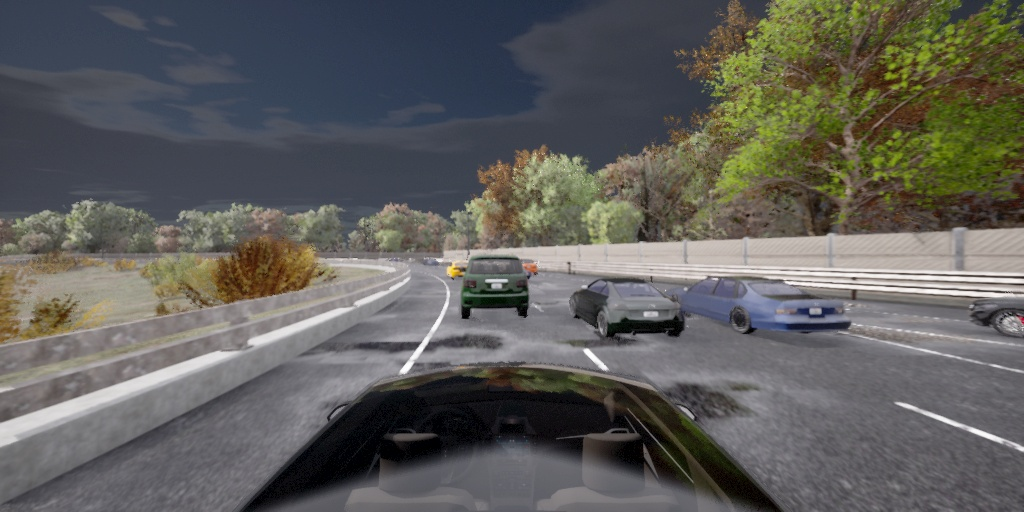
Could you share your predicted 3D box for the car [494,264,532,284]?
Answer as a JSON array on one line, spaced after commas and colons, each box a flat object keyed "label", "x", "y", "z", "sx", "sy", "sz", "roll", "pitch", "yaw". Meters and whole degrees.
[{"label": "car", "x": -0.042, "y": 1.329, "z": 28.232, "sx": 1.895, "sy": 1.301, "sz": 4.718, "roll": 0, "pitch": 0, "yaw": -14}]

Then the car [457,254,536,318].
[{"label": "car", "x": -0.747, "y": 0.966, "z": 13.161, "sx": 2.150, "sy": 2.045, "sz": 5.566, "roll": 0, "pitch": 0, "yaw": -6}]

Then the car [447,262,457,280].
[{"label": "car", "x": -4.625, "y": 1.218, "z": 31.657, "sx": 1.882, "sy": 1.535, "sz": 5.008, "roll": 0, "pitch": 0, "yaw": -16}]

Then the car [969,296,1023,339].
[{"label": "car", "x": 13.360, "y": 1.245, "z": 7.519, "sx": 1.812, "sy": 1.442, "sz": 4.674, "roll": 0, "pitch": 0, "yaw": -29}]

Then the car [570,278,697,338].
[{"label": "car", "x": 3.007, "y": 1.298, "z": 10.194, "sx": 1.994, "sy": 1.385, "sz": 4.181, "roll": 0, "pitch": 0, "yaw": -5}]

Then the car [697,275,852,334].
[{"label": "car", "x": 6.525, "y": 1.269, "z": 10.457, "sx": 2.033, "sy": 1.411, "sz": 5.357, "roll": 0, "pitch": 0, "yaw": -5}]

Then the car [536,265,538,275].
[{"label": "car", "x": 0.924, "y": 1.069, "z": 37.143, "sx": 2.097, "sy": 1.767, "sz": 4.553, "roll": 0, "pitch": 0, "yaw": -19}]
